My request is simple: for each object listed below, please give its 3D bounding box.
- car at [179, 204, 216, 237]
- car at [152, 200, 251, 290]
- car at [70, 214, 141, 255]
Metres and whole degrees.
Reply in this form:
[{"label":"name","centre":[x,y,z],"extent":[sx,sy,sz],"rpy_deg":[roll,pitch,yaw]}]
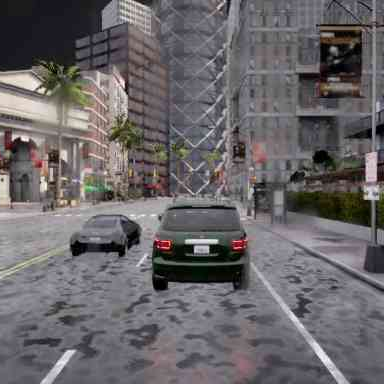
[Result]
[{"label":"car","centre":[0.301,1.505,19.082],"extent":[1.837,1.490,4.892],"rpy_deg":[0,0,1]},{"label":"car","centre":[0.200,1.221,9.221],"extent":[2.150,2.045,5.566],"rpy_deg":[0,0,0]},{"label":"car","centre":[-3.256,1.564,13.242],"extent":[1.994,1.385,4.181],"rpy_deg":[0,0,1]}]
